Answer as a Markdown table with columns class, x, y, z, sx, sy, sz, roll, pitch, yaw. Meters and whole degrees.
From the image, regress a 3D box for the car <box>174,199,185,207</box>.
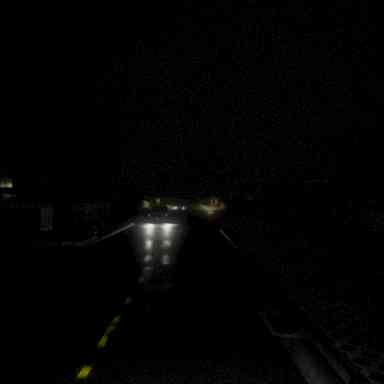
| class | x | y | z | sx | sy | sz | roll | pitch | yaw |
| --- | --- | --- | --- | --- | --- | --- | --- | --- | --- |
| car | -2.712 | 2.359 | 72.374 | 2.097 | 1.767 | 4.553 | 0 | -1 | 0 |

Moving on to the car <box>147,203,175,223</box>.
| class | x | y | z | sx | sy | sz | roll | pitch | yaw |
| --- | --- | --- | --- | --- | --- | --- | --- | --- | --- |
| car | -2.786 | 1.927 | 29.392 | 1.812 | 1.442 | 4.674 | 0 | -1 | 1 |
